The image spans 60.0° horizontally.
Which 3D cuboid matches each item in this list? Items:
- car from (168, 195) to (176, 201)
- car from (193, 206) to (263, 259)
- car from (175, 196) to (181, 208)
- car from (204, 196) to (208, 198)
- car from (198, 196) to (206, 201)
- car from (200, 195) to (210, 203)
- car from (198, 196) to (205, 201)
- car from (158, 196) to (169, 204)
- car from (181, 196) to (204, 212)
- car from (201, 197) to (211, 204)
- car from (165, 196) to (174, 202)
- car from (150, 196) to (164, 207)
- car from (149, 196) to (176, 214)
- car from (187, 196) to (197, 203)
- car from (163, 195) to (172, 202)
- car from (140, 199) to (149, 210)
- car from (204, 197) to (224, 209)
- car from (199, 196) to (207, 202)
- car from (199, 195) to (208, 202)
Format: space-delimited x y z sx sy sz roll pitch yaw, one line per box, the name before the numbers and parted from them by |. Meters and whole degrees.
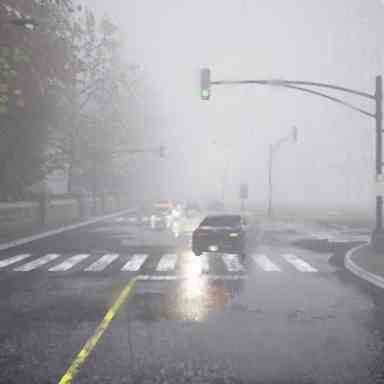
car | -5.666 1.697 94.060 1.887 1.381 4.507 0 0 0
car | 1.483 1.516 12.827 1.837 1.490 4.892 -1 0 20
car | -3.071 1.543 46.982 2.128 1.511 4.902 0 0 0
car | 2.702 1.615 43.367 1.947 1.339 4.313 0 0 0
car | 2.713 1.689 88.426 2.008 1.369 4.403 0 0 0
car | 2.709 1.540 71.530 1.967 1.590 4.097 0 0 0
car | 2.714 1.734 94.058 1.802 1.307 4.206 0 0 0
car | -5.672 1.613 65.730 1.752 1.417 4.829 0 0 0
car | 0.108 1.591 39.556 2.033 1.411 5.357 0 0 0
car | 2.708 1.633 65.898 1.887 1.381 4.507 0 0 0
car | -5.669 1.670 82.795 1.887 1.381 4.507 0 0 0
car | -5.675 1.507 54.635 1.967 1.590 4.097 0 0 0
car | -3.082 1.516 35.906 1.882 1.535 5.008 0 0 0
car | 0.018 1.647 74.606 2.033 1.411 5.357 0 0 0
car | -5.669 1.553 77.163 1.967 1.590 4.097 0 0 0
car | -5.678 1.631 43.369 1.802 1.307 4.206 0 0 0
car | 2.701 1.607 37.735 1.947 1.339 4.313 0 0 0
car | 2.711 1.676 82.793 2.008 1.369 4.403 0 0 0
car | 2.711 1.552 77.161 1.967 1.590 4.097 0 0 0
